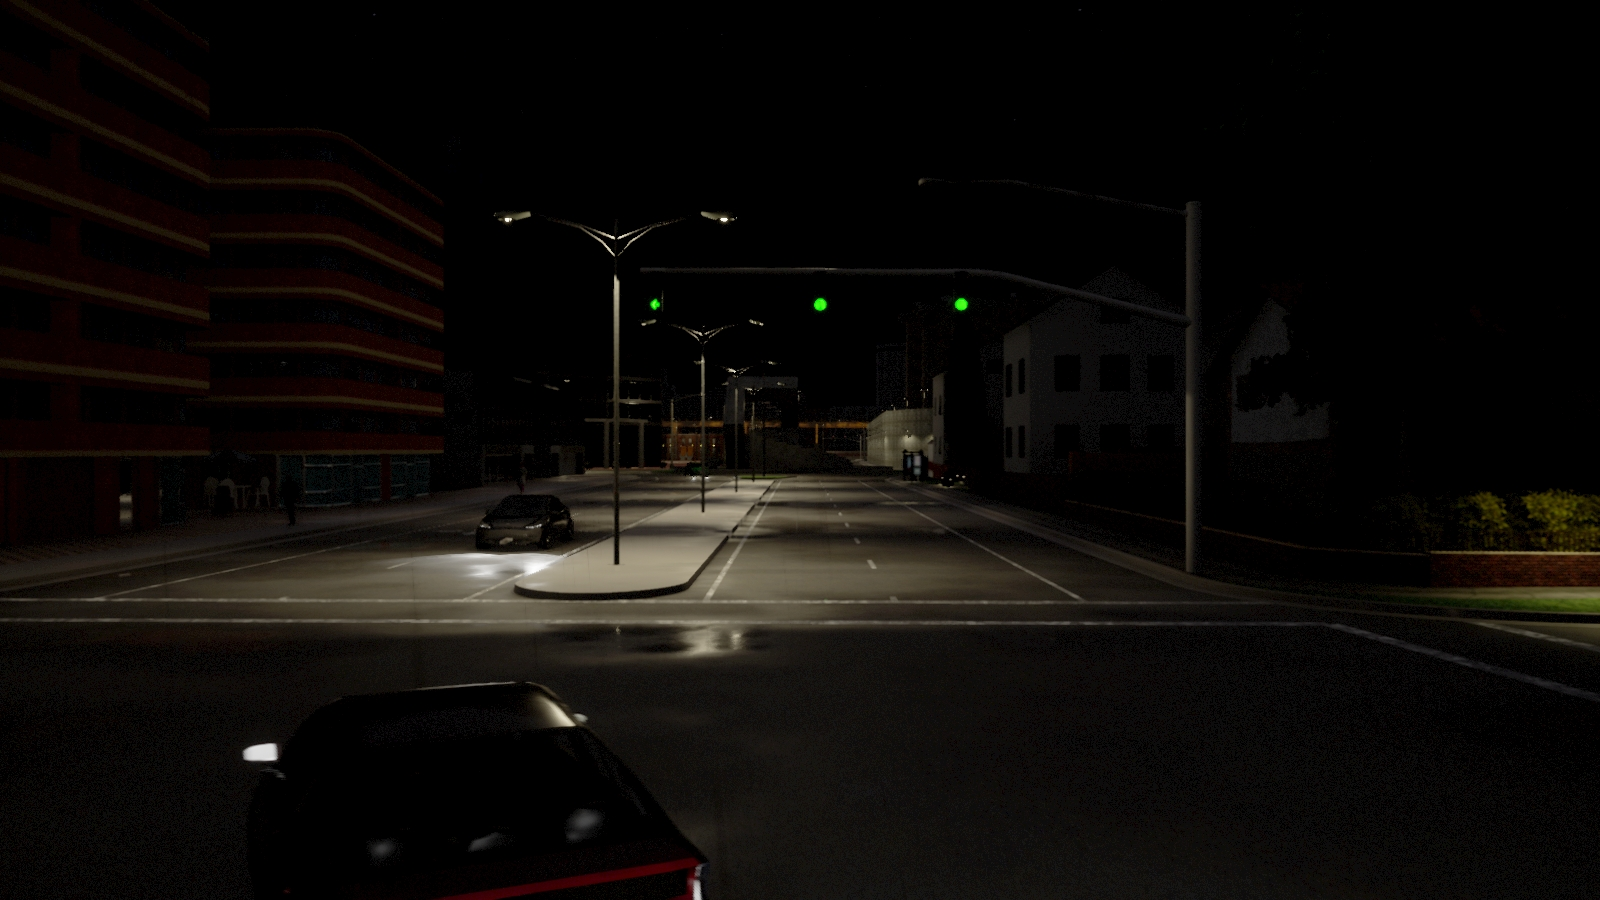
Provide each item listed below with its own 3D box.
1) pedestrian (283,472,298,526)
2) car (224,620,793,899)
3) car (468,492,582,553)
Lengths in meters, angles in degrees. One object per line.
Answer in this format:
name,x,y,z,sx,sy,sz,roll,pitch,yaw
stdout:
pedestrian,-17.723,1.702,39.778,0.375,1.860,0.375,0,0,-5
car,-1.894,2.041,6.136,2.007,1.525,4.514,0,0,-25
car,-7.959,2.067,33.532,2.163,1.488,4.792,0,0,0
